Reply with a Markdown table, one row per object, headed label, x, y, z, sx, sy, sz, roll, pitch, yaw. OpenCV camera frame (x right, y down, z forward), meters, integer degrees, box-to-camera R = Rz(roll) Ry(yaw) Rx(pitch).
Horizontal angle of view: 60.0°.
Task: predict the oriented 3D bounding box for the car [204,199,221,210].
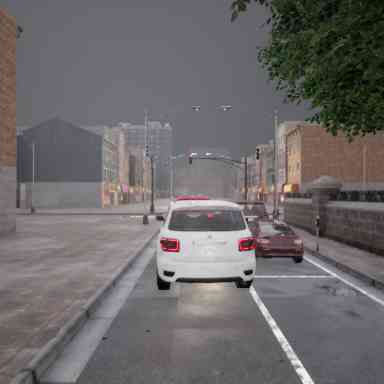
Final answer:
| label | x | y | z | sx | sy | sz | roll | pitch | yaw |
| --- | --- | --- | --- | --- | --- | --- | --- | --- | --- |
| car | 2.617 | 1.600 | 43.602 | 1.887 | 1.381 | 4.507 | 1 | 0 | 0 |

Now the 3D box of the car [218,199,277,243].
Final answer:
| label | x | y | z | sx | sy | sz | roll | pitch | yaw |
| --- | --- | --- | --- | --- | --- | --- | --- | --- | --- |
| car | 2.636 | 1.324 | 17.172 | 2.192 | 1.841 | 5.009 | 1 | 0 | 0 |

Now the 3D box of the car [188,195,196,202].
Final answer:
| label | x | y | z | sx | sy | sz | roll | pitch | yaw |
| --- | --- | --- | --- | --- | --- | --- | --- | --- | --- |
| car | -0.052 | 1.544 | 83.791 | 2.097 | 1.767 | 4.553 | 0 | 0 | 0 |

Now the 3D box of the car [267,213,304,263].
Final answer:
| label | x | y | z | sx | sy | sz | roll | pitch | yaw |
| --- | --- | --- | --- | --- | --- | --- | --- | --- | --- |
| car | 2.636 | 1.586 | 11.723 | 1.802 | 1.307 | 4.206 | 1 | 0 | 0 |

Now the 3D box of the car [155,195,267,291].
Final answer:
| label | x | y | z | sx | sy | sz | roll | pitch | yaw |
| --- | --- | --- | --- | --- | --- | --- | --- | --- | --- |
| car | 0.174 | 1.225 | 9.232 | 2.150 | 2.045 | 5.566 | 0 | 0 | -4 |

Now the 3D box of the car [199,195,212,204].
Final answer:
| label | x | y | z | sx | sy | sz | roll | pitch | yaw |
| --- | --- | --- | --- | --- | --- | --- | --- | --- | --- |
| car | 2.605 | 1.433 | 65.352 | 2.192 | 1.841 | 5.009 | 1 | 0 | 0 |
